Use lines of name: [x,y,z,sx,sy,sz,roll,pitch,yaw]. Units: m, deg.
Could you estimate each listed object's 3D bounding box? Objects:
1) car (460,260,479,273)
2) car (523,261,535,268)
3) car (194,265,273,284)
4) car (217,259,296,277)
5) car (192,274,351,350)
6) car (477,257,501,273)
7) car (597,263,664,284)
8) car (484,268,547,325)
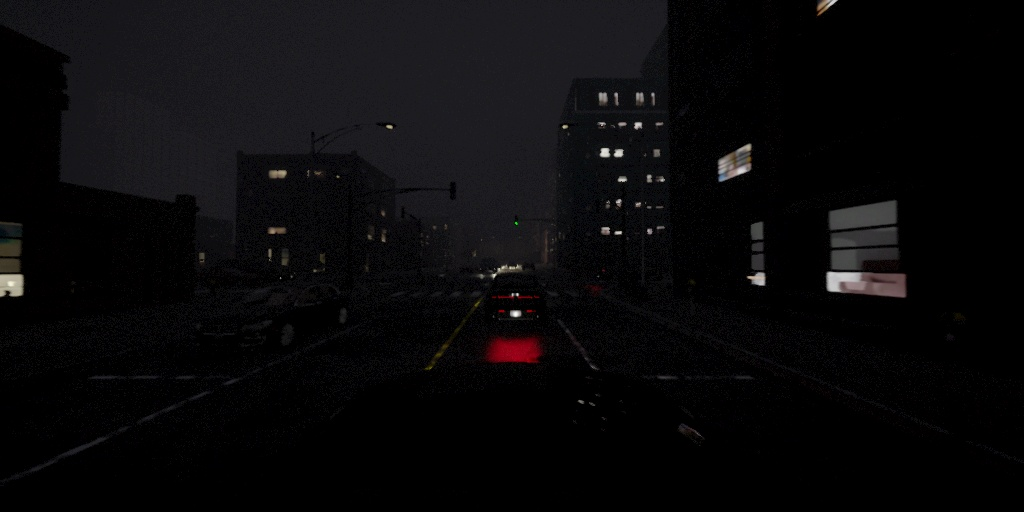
car: [-5.763,1.525,47.068,1.888,1.381,4.507,0,0,0]
car: [2.696,1.477,58.497,1.967,1.591,4.097,0,0,0]
car: [-19.292,1.480,24.360,4.507,1.381,1.888,0,0,1]
car: [-19.402,1.222,27.104,5.566,2.045,2.150,0,-1,1]
car: [-5.690,1.339,9.112,2.007,1.370,4.403,0,0,0]
car: [-3.079,1.205,48.126,2.150,2.045,5.566,0,0,0]
car: [8.770,1.257,26.706,4.902,1.511,2.128,-1,-2,-7]
car: [0.101,1.308,12.059,1.837,1.490,4.892,0,0,0]
